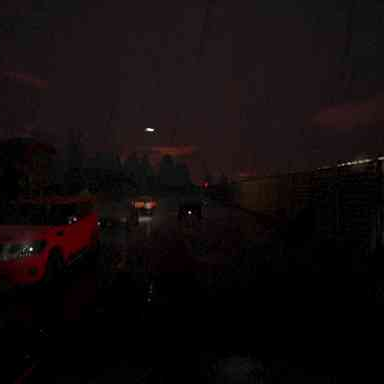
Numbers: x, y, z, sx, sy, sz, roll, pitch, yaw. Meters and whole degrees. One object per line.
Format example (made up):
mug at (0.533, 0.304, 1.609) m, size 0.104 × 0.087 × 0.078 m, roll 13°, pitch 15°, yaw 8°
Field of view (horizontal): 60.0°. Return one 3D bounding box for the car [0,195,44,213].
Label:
car at (-14.869, 1.009, 28.340) m, size 3.633 × 1.501 × 1.845 m, roll 0°, pitch 0°, yaw -3°

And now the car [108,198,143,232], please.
car at (-4.300, 1.362, 19.503) m, size 1.882 × 1.535 × 5.008 m, roll 0°, pitch 0°, yaw -1°

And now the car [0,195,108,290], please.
car at (-4.191, 1.167, 9.309) m, size 2.150 × 2.045 × 5.566 m, roll 0°, pitch 0°, yaw -1°

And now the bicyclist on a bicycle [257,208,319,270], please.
bicyclist on a bicycle at (2.523, 1.259, 8.820) m, size 1.656 × 1.620 × 0.582 m, roll -1°, pitch 0°, yaw 1°

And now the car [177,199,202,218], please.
car at (-0.207, 1.335, 28.325) m, size 1.837 × 1.490 × 4.892 m, roll 0°, pitch 0°, yaw -1°

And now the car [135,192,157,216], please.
car at (-4.389, 1.176, 29.611) m, size 2.097 × 1.767 × 4.553 m, roll 0°, pitch 0°, yaw 0°
